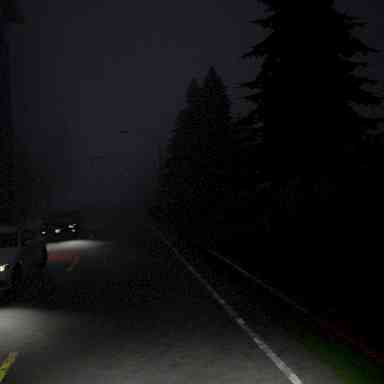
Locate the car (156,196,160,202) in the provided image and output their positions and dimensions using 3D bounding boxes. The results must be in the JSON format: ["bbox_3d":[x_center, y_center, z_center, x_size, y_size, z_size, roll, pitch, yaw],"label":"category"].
[{"bbox_3d":[-5.136,1.194,71.601,4.605,1.855,1.932,-2,0,-12],"label":"car"}]

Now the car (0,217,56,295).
[{"bbox_3d":[-5.284,1.705,9.136,1.812,1.442,4.674,-2,0,-12],"label":"car"}]

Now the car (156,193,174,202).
[{"bbox_3d":[-6.035,1.225,73.981,3.866,1.878,1.905,-2,0,-12],"label":"car"}]

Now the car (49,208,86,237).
[{"bbox_3d":[-7.313,1.740,19.238,1.837,1.490,4.892,-2,0,-11],"label":"car"}]
